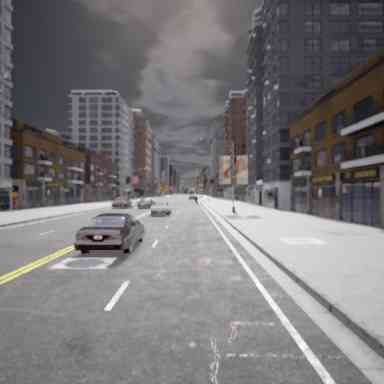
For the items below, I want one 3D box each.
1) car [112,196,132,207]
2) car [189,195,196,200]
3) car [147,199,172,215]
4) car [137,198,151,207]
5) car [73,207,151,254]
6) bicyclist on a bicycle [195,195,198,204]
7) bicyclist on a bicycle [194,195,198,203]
[{"bbox_3d":[-9.797,1.416,46.700,2.097,1.767,4.553,0,0,0],"label":"car"},{"bbox_3d":[0.029,1.545,93.173,1.812,1.442,4.674,0,0,0],"label":"car"},{"bbox_3d":[-3.137,1.648,34.621,1.895,1.301,4.718,0,0,0],"label":"car"},{"bbox_3d":[-6.548,1.555,46.805,2.128,1.511,4.902,0,0,0],"label":"car"},{"bbox_3d":[-3.144,1.566,13.623,2.033,1.411,5.357,0,0,0],"label":"car"},{"bbox_3d":[0.916,1.542,64.993,0.582,1.620,1.656,0,-1,0],"label":"bicyclist on a bicycle"},{"bbox_3d":[0.916,1.539,74.019,0.866,1.612,1.509,0,0,0],"label":"bicyclist on a bicycle"}]
